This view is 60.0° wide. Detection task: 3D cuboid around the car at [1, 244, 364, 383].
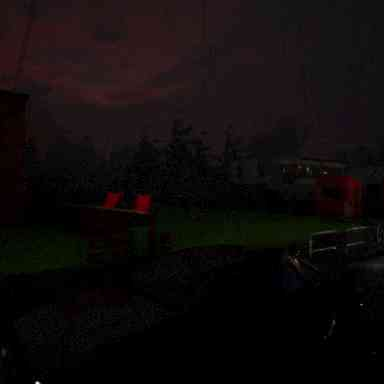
[{"bbox_3d":[0.366,1.542,4.834,5.357,1.411,2.033,0,0,-35],"label":"car"}]
